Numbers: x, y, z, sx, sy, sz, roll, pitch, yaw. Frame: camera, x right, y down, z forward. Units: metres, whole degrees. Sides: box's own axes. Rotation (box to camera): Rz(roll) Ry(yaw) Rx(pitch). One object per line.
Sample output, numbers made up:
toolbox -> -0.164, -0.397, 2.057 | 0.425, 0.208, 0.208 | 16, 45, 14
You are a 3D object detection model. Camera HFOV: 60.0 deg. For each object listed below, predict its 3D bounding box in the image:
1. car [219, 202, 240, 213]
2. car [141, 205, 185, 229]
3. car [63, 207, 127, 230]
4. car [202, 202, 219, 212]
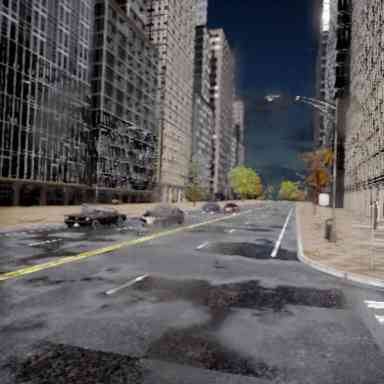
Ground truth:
car -> 5.794, 2.266, 48.615 | 1.812, 1.442, 4.674 | 2, -1, 18
car -> -1.986, 1.720, 23.963 | 2.128, 1.511, 4.902 | 2, -1, 17
car -> -6.128, 1.662, 21.625 | 1.895, 1.301, 4.718 | 2, -1, 17
car -> 3.026, 2.211, 50.620 | 2.033, 1.411, 5.357 | 2, -1, 18
